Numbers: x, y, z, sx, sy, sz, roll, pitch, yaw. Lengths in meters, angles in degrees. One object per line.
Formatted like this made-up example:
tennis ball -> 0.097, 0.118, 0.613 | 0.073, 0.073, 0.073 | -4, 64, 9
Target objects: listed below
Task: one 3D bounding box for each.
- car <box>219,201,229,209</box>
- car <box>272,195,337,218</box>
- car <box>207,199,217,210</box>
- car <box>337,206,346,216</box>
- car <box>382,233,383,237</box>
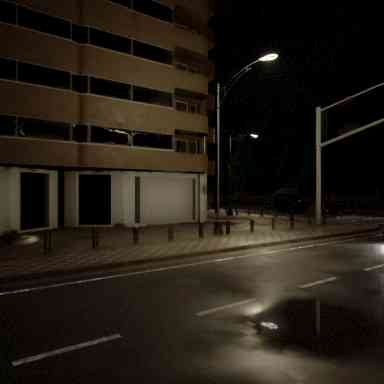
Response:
car -> 3.075, 1.656, 46.313 | 1.895, 1.301, 4.718 | 0, 0, -36
car -> 9.999, 1.278, 30.755 | 2.150, 2.045, 5.566 | 0, 0, -36
car -> 0.807, 1.656, 43.473 | 1.895, 1.301, 4.718 | 0, 0, -36
car -> 12.671, 1.656, 33.017 | 1.895, 1.301, 4.718 | 0, 0, -36
car -> 11.048, 1.547, 15.524 | 5.357, 1.411, 2.033 | 0, 0, -35
